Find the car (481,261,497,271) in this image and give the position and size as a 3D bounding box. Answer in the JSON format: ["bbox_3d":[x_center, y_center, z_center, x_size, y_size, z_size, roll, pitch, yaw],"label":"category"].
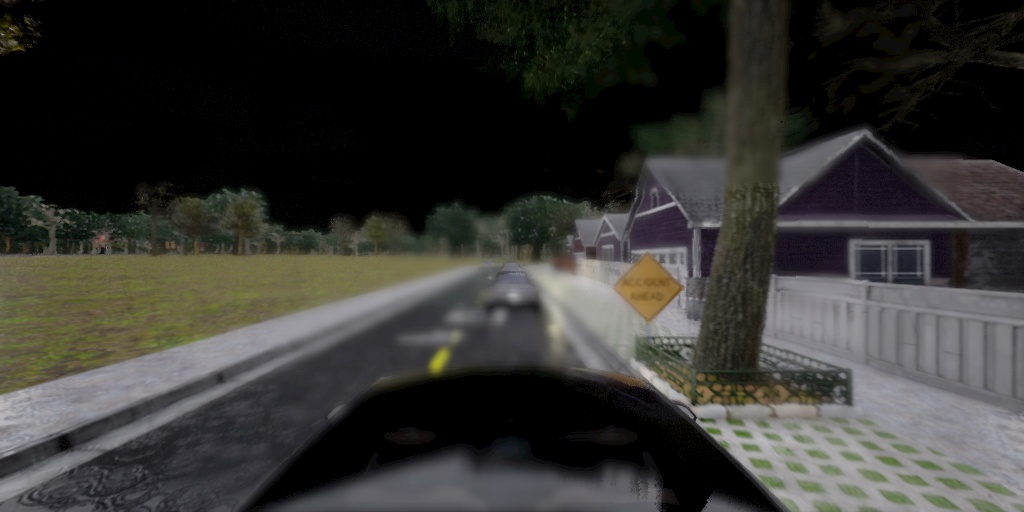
[{"bbox_3d":[-2.826,1.242,45.122,1.895,1.301,4.718,0,0,1],"label":"car"}]

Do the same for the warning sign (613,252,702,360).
[{"bbox_3d":[2.516,0.862,6.588,1.300,1.860,1.060,0,0,0],"label":"warning sign"}]

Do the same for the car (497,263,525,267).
[{"bbox_3d":[0.081,1.258,29.199,1.994,1.385,4.181,0,0,0],"label":"car"}]

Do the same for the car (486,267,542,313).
[{"bbox_3d":[0.083,1.299,13.914,1.994,1.385,4.181,0,0,0],"label":"car"}]
